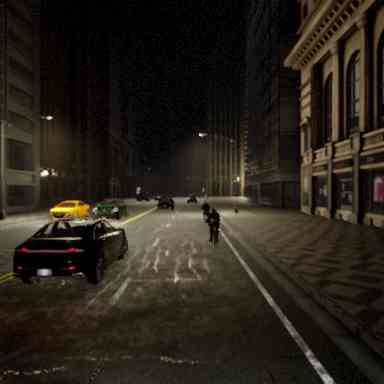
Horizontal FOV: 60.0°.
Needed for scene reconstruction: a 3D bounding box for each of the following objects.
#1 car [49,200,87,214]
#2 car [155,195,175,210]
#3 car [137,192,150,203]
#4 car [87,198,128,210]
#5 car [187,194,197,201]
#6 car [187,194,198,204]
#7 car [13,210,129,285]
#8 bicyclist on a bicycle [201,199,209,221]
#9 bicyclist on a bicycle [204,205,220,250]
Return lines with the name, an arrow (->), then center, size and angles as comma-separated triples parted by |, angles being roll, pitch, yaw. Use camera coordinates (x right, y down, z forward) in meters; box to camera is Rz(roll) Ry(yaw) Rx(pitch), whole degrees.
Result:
car -> -9.840, 1.457, 27.051 | 1.882, 1.535, 5.008 | 0, 0, 0
car -> -3.142, 1.414, 41.374 | 1.882, 1.535, 5.008 | 0, 0, 0
car -> -9.739, 1.076, 67.312 | 2.150, 2.045, 5.566 | 0, 0, 0
car -> -6.590, 1.331, 27.159 | 2.097, 1.767, 4.553 | 0, 0, 0
car -> 0.013, 1.271, 79.152 | 2.128, 1.511, 4.902 | 0, 0, 0
car -> 0.049, 1.404, 61.191 | 2.033, 1.411, 5.357 | 0, 0, 0
car -> -3.149, 1.498, 9.536 | 2.128, 1.511, 4.902 | 0, 0, 0
bicyclist on a bicycle -> 0.900, 1.361, 22.363 | 0.659, 1.776, 1.843 | 0, 0, 0
bicyclist on a bicycle -> 0.898, 1.457, 13.458 | 0.582, 1.620, 1.656 | 0, 0, 0
